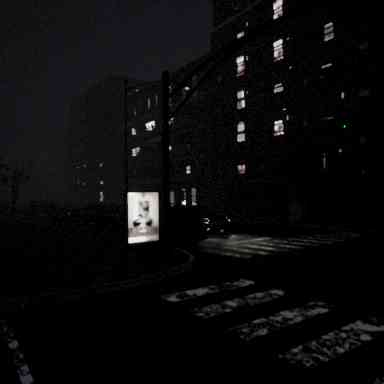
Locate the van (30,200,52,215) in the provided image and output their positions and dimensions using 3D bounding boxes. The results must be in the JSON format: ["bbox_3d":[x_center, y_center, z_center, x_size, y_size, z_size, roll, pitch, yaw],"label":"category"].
[{"bbox_3d":[-19.828,2.032,43.010,1.690,1.788,3.998,-2,0,-36],"label":"van"}]

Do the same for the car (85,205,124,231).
[{"bbox_3d":[-5.526,1.885,23.164,2.008,1.369,4.403,-2,0,-36],"label":"car"}]

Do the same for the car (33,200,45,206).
[{"bbox_3d":[-37.930,2.792,82.230,1.887,1.381,4.507,-2,0,-36],"label":"car"}]

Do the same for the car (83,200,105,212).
[{"bbox_3d":[-15.012,2.113,50.696,1.967,1.590,4.097,-2,0,-36],"label":"car"}]

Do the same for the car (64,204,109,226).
[{"bbox_3d":[-8.800,1.966,27.670,2.008,1.369,4.403,-2,0,-36],"label":"car"}]

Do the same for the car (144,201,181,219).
[{"bbox_3d":[-3.129,1.818,34.557,1.967,1.590,4.097,-2,0,-36],"label":"car"}]

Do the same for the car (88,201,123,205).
[{"bbox_3d":[-8.870,1.954,32.414,1.837,1.490,4.892,-1,0,-36],"label":"car"}]

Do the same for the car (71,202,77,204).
[{"bbox_3d":[-21.560,2.418,59.704,1.802,1.307,4.206,-2,0,-36],"label":"car"}]

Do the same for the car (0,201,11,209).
[{"bbox_3d":[-38.161,2.701,68.293,2.008,1.369,4.403,-2,0,-36],"label":"car"}]

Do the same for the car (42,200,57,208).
[{"bbox_3d":[-31.385,2.522,73.219,1.967,1.590,4.097,-2,0,-36],"label":"car"}]

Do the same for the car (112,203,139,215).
[{"bbox_3d":[-8.400,2.091,41.730,1.802,1.307,4.206,-2,0,-36],"label":"car"}]

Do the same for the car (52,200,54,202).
[{"bbox_3d":[-20.737,2.280,48.908,1.812,1.442,4.674,-1,-1,-36],"label":"car"}]

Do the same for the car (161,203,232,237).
[{"bbox_3d":[0.275,1.576,19.889,2.097,1.767,4.553,-1,-1,-37],"label":"car"}]

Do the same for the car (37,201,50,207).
[{"bbox_3d":[-34.656,2.730,77.724,1.947,1.339,4.313,-2,0,-36],"label":"car"}]

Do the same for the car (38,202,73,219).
[{"bbox_3d":[-14.894,2.112,36.133,1.887,1.381,4.507,-2,0,-36],"label":"car"}]

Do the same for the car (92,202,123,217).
[{"bbox_3d":[-10.091,1.996,39.532,1.882,1.535,5.008,-1,-1,-36],"label":"car"}]

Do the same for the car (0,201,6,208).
[{"bbox_3d":[-44.709,2.859,77.303,1.887,1.381,4.507,-2,0,-36],"label":"car"}]
